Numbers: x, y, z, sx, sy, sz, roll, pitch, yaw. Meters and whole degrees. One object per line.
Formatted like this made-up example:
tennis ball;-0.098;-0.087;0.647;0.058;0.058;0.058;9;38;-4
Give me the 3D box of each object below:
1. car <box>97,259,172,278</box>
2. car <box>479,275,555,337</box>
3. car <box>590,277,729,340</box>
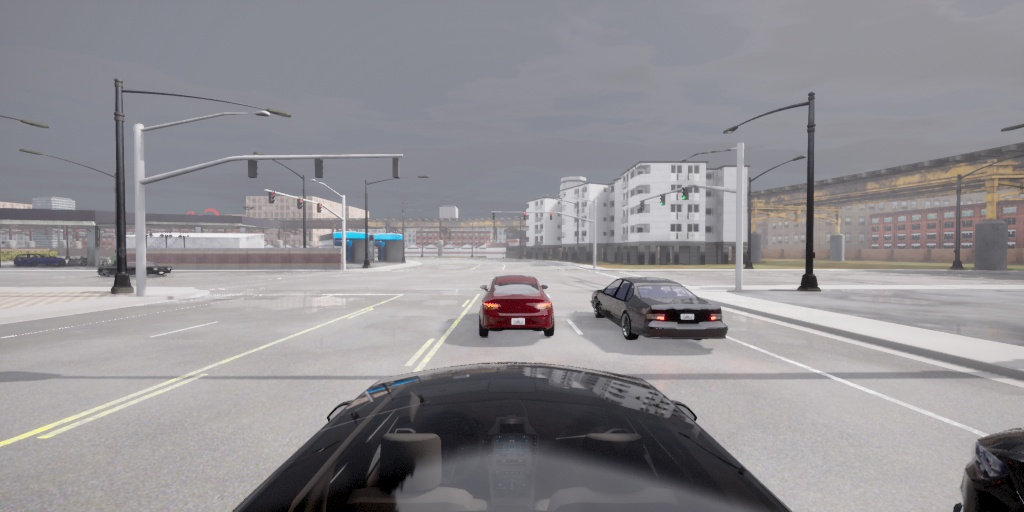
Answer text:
car;-31.968;1.133;30.392;4.718;1.301;1.895;0;1;-1
car;0.077;1.256;10.139;1.812;1.442;4.674;0;0;-1
car;3.588;1.282;9.852;2.033;1.411;5.357;0;0;0
